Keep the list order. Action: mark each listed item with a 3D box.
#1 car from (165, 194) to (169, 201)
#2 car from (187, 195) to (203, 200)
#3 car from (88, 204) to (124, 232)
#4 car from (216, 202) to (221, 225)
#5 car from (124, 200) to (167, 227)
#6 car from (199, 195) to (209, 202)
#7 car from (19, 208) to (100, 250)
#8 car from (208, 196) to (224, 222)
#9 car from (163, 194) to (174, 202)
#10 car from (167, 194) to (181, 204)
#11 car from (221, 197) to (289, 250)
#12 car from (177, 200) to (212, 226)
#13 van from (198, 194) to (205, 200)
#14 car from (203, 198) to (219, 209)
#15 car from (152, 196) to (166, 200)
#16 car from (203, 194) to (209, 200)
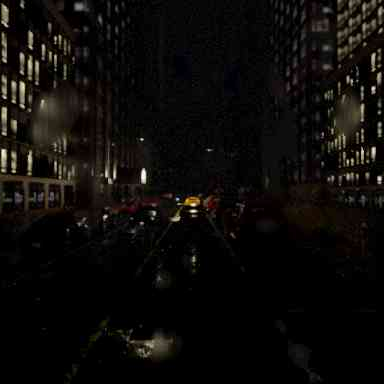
[{"bbox_3d":[-5.723,1.601,64.220,1.802,1.307,4.206,0,0,0],"label":"car"},{"bbox_3d":[0.076,1.492,43.995,1.882,1.535,5.008,0,0,0],"label":"car"},{"bbox_3d":[-5.698,1.558,19.905,2.008,1.369,4.403,0,0,0],"label":"car"},{"bbox_3d":[2.682,1.552,19.910,1.887,1.381,4.507,0,0,0],"label":"car"},{"bbox_3d":[-3.116,1.556,23.325,2.033,1.411,5.357,0,0,0],"label":"car"},{"bbox_3d":[2.651,1.462,75.304,1.967,1.590,4.097,0,0,0],"label":"car"},{"bbox_3d":[-5.695,1.572,14.366,1.947,1.339,4.313,0,0,0],"label":"car"},{"bbox_3d":[2.680,1.324,25.450,2.192,1.841,5.009,0,0,0],"label":"car"},{"bbox_3d":[-5.732,1.337,80.838,2.192,1.841,5.009,0,0,0],"label":"car"},{"bbox_3d":[-3.051,1.564,63.663,2.033,1.411,5.357,0,0,0],"label":"car"},{"bbox_3d":[2.686,1.321,14.371,2.192,1.841,5.009,0,0,0],"label":"car"},{"bbox_3d":[0.086,1.556,23.415,2.033,1.411,5.357,0,0,0],"label":"car"},{"bbox_3d":[2.642,1.365,91.921,1.690,1.788,3.998,0,0,0],"label":"van"},{"bbox_3d":[2.667,1.566,47.607,2.008,1.369,4.403,0,0,0],"label":"car"},{"bbox_3d":[-5.717,1.599,53.141,1.802,1.307,4.206,0,0,0],"label":"car"},{"bbox_3d":[2.674,1.327,36.529,2.192,1.841,5.009,0,0,0],"label":"car"}]
